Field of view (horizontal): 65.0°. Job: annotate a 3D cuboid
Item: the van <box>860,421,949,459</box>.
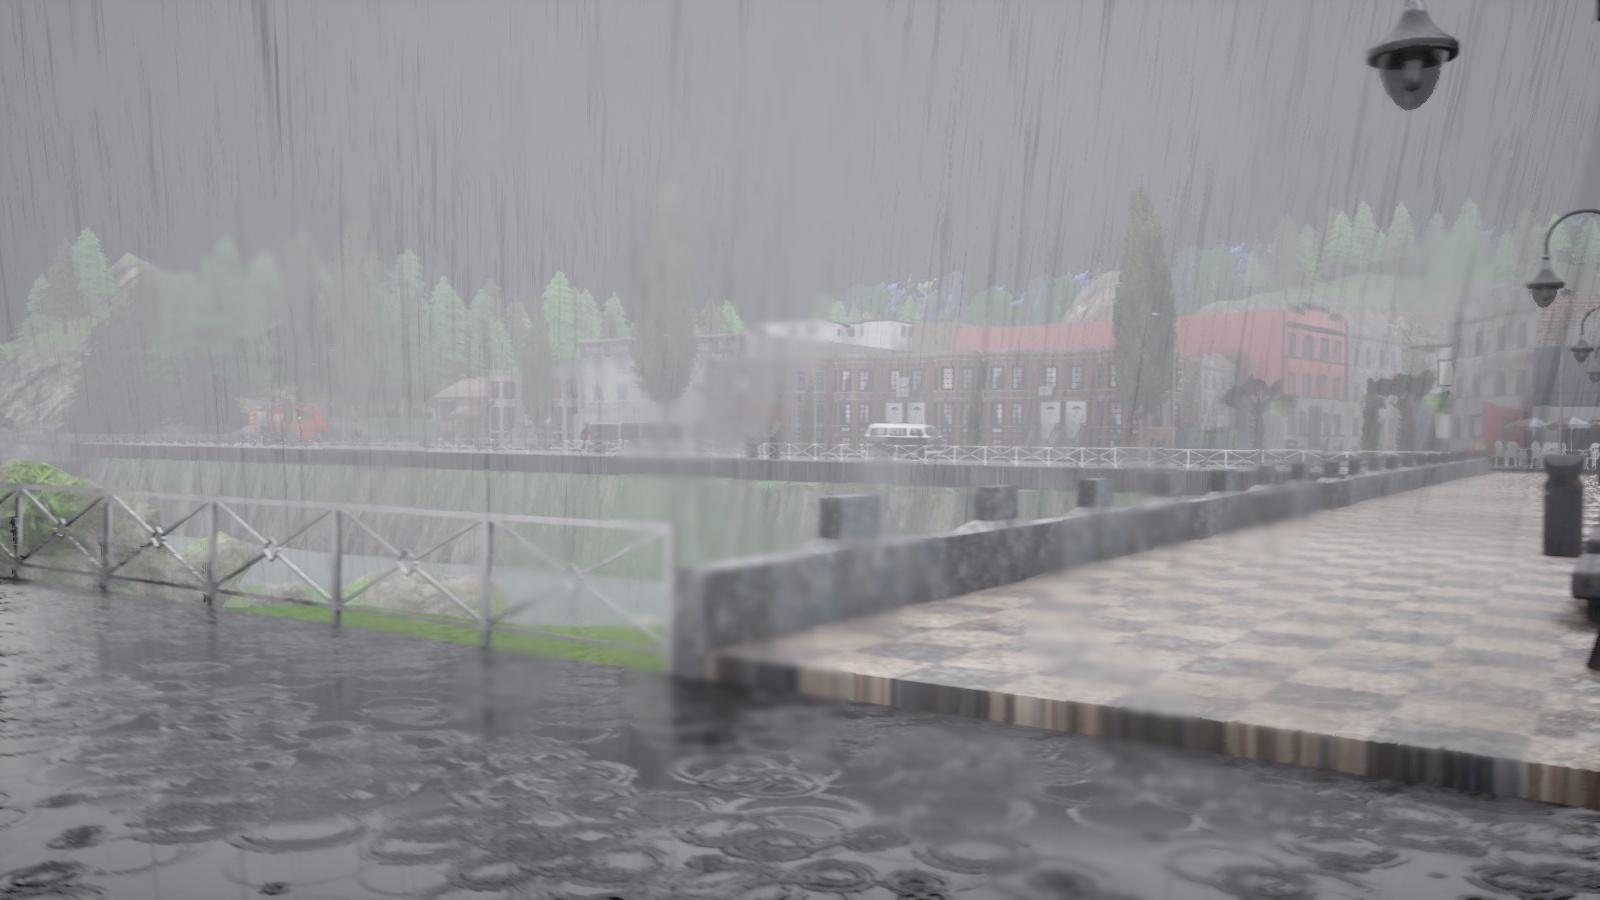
[{"bbox_3d":[5.787,-0.548,69.603,4.480,2.038,2.069,0,1,34],"label":"van"}]
